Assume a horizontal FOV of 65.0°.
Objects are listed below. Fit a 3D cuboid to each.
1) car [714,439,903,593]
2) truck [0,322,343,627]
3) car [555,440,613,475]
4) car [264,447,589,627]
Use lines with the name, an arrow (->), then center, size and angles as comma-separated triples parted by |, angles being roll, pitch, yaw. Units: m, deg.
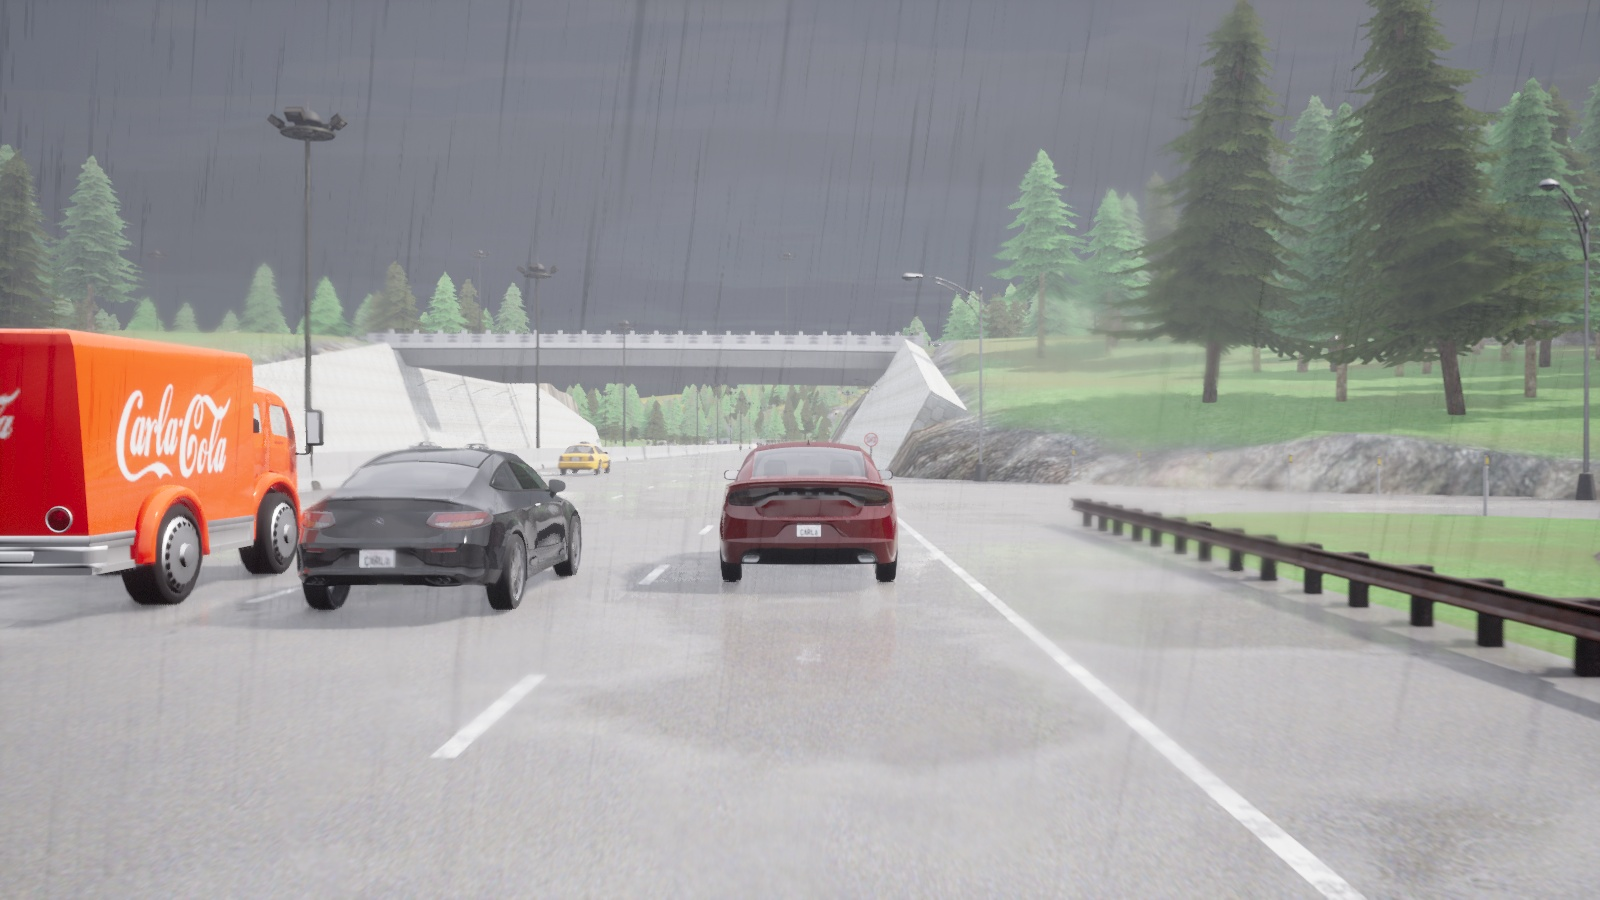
car -> 0.101, 0.640, 14.998 | 1.882, 1.535, 5.008 | 0, 0, 0
truck -> -6.912, 0.182, 12.746 | 2.627, 2.467, 5.204 | 0, 0, 0
car -> -10.146, 0.342, 59.431 | 1.801, 1.575, 5.366 | 0, 0, 0
car -> -3.414, 0.699, 12.485 | 1.812, 1.442, 4.674 | 0, 0, 0
